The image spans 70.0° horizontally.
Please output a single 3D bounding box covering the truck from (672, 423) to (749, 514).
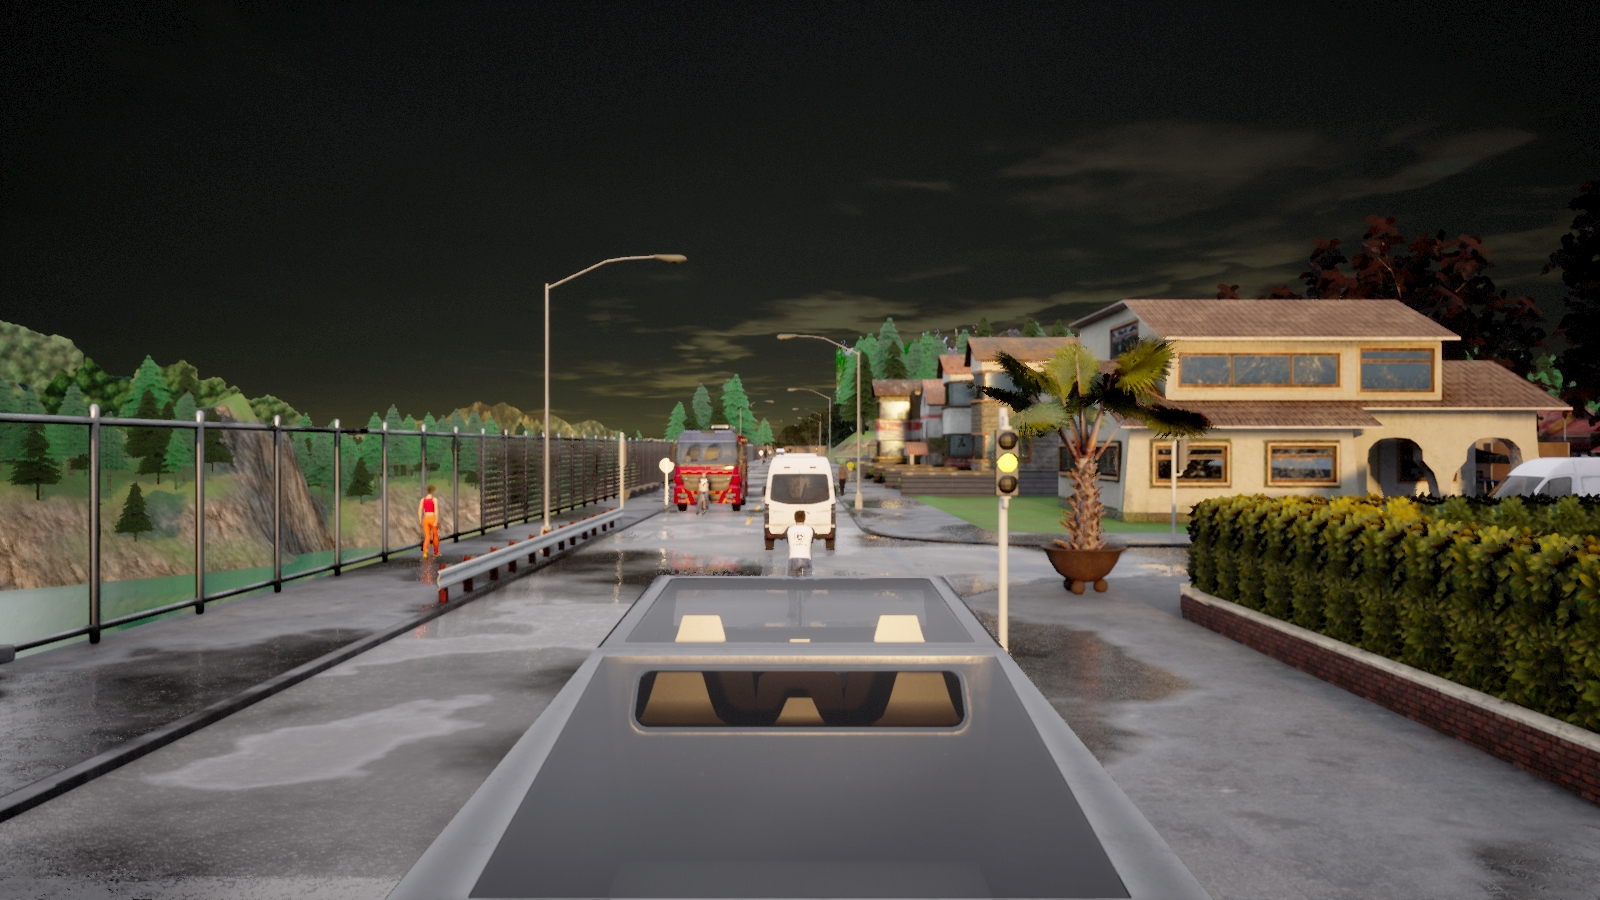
[{"bbox_3d":[-3.997,0.782,52.636,2.891,3.827,8.468,0,0,0],"label":"truck"}]

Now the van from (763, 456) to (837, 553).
[{"bbox_3d":[0.003,1.464,33.434,1.988,2.561,5.915,0,0,0],"label":"van"}]

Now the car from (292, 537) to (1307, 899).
[{"bbox_3d":[-0.001,1.739,5.829,2.390,2.098,6.274,0,0,0],"label":"car"}]

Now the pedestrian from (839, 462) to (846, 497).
[{"bbox_3d":[2.299,1.599,62.246,0.375,1.860,0.375,0,0,3],"label":"pedestrian"}]

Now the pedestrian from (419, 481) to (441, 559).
[{"bbox_3d":[-8.909,1.687,27.515,0.375,1.860,0.375,0,0,2],"label":"pedestrian"}]

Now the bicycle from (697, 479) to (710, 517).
[{"bbox_3d":[-3.996,1.958,47.351,0.373,1.496,1.643,0,0,0],"label":"bicycle"}]

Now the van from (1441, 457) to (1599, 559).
[{"bbox_3d":[20.333,1.472,29.983,5.915,2.561,1.988,0,0,0],"label":"van"}]
